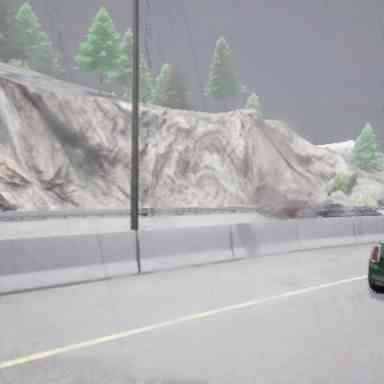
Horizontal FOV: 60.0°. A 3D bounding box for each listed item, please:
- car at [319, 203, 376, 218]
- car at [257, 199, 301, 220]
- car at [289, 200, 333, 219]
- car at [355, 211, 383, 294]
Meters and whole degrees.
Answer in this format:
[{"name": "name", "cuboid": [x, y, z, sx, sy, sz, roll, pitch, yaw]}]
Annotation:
[{"name": "car", "cuboid": [11.035, 1.637, 22.517, 4.181, 1.385, 1.994, 0, 0, -27]}, {"name": "car", "cuboid": [8.409, 1.414, 29.018, 4.553, 1.767, 2.097, 0, 0, -26]}, {"name": "car", "cuboid": [10.322, 1.576, 26.082, 4.892, 1.490, 1.837, 0, 0, -26]}, {"name": "car", "cuboid": [6.101, 1.389, 7.545, 4.553, 1.767, 2.097, 0, 0, -32]}]
